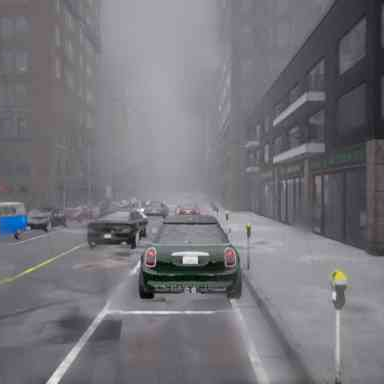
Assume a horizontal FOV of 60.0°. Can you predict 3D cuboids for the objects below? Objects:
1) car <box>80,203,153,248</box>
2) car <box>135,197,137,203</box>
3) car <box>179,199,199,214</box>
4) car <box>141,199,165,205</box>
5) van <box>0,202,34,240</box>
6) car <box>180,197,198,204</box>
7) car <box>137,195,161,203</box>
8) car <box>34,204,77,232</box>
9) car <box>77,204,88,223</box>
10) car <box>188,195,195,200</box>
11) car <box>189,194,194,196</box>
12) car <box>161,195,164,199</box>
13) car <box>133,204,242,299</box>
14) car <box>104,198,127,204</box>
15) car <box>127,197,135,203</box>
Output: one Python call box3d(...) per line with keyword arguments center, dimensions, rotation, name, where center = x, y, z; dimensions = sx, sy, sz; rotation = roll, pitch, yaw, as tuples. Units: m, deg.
box3d(center=(-3.140, 1.479, 14.869), dimensions=(1.882, 1.535, 5.008), rotation=(0, 0, 0), name="car")
box3d(center=(-8.816, 1.452, 47.486), dimensions=(1.967, 1.590, 4.097), rotation=(0, 0, 0), name="car")
box3d(center=(-0.290, 1.558, 36.484), dimensions=(2.008, 1.369, 4.403), rotation=(0, 0, 0), name="car")
box3d(center=(-3.142, 1.569, 29.687), dimensions=(1.994, 1.385, 4.181), rotation=(0, 0, 0), name="car")
box3d(center=(-8.815, 1.342, 14.478), dimensions=(1.690, 1.788, 3.998), rotation=(0, 0, 0), name="van")
box3d(center=(-0.290, 1.443, 25.481), dimensions=(1.967, 1.590, 4.097), rotation=(0, 0, 0), name="car")
box3d(center=(-6.151, 1.505, 47.836), dimensions=(2.128, 1.511, 4.902), rotation=(0, 0, 0), name="car")
box3d(center=(-8.815, 1.568, 19.979), dimensions=(1.947, 1.339, 4.313), rotation=(0, 0, 0), name="car")
box3d(center=(-8.815, 1.585, 25.481), dimensions=(1.802, 1.307, 4.206), rotation=(0, 0, 0), name="car")
box3d(center=(-0.237, 1.636, 95.394), dimensions=(2.008, 1.369, 4.403), rotation=(0, 0, 0), name="car")
box3d(center=(-0.257, 1.501, 84.576), dimensions=(1.967, 1.590, 4.097), rotation=(0, 0, 0), name="car")
box3d(center=(-8.782, 1.643, 84.589), dimensions=(1.802, 1.307, 4.206), rotation=(0, 0, 0), name="car")
box3d(center=(-0.033, 1.353, 8.620), dimensions=(2.097, 1.767, 4.553), rotation=(0, 0, 0), name="car")
box3d(center=(-8.815, 1.573, 36.483), dimensions=(1.947, 1.339, 4.313), rotation=(0, 0, 0), name="car")
box3d(center=(-8.815, 1.591, 41.985), dimensions=(1.802, 1.307, 4.206), rotation=(0, 0, 0), name="car")
